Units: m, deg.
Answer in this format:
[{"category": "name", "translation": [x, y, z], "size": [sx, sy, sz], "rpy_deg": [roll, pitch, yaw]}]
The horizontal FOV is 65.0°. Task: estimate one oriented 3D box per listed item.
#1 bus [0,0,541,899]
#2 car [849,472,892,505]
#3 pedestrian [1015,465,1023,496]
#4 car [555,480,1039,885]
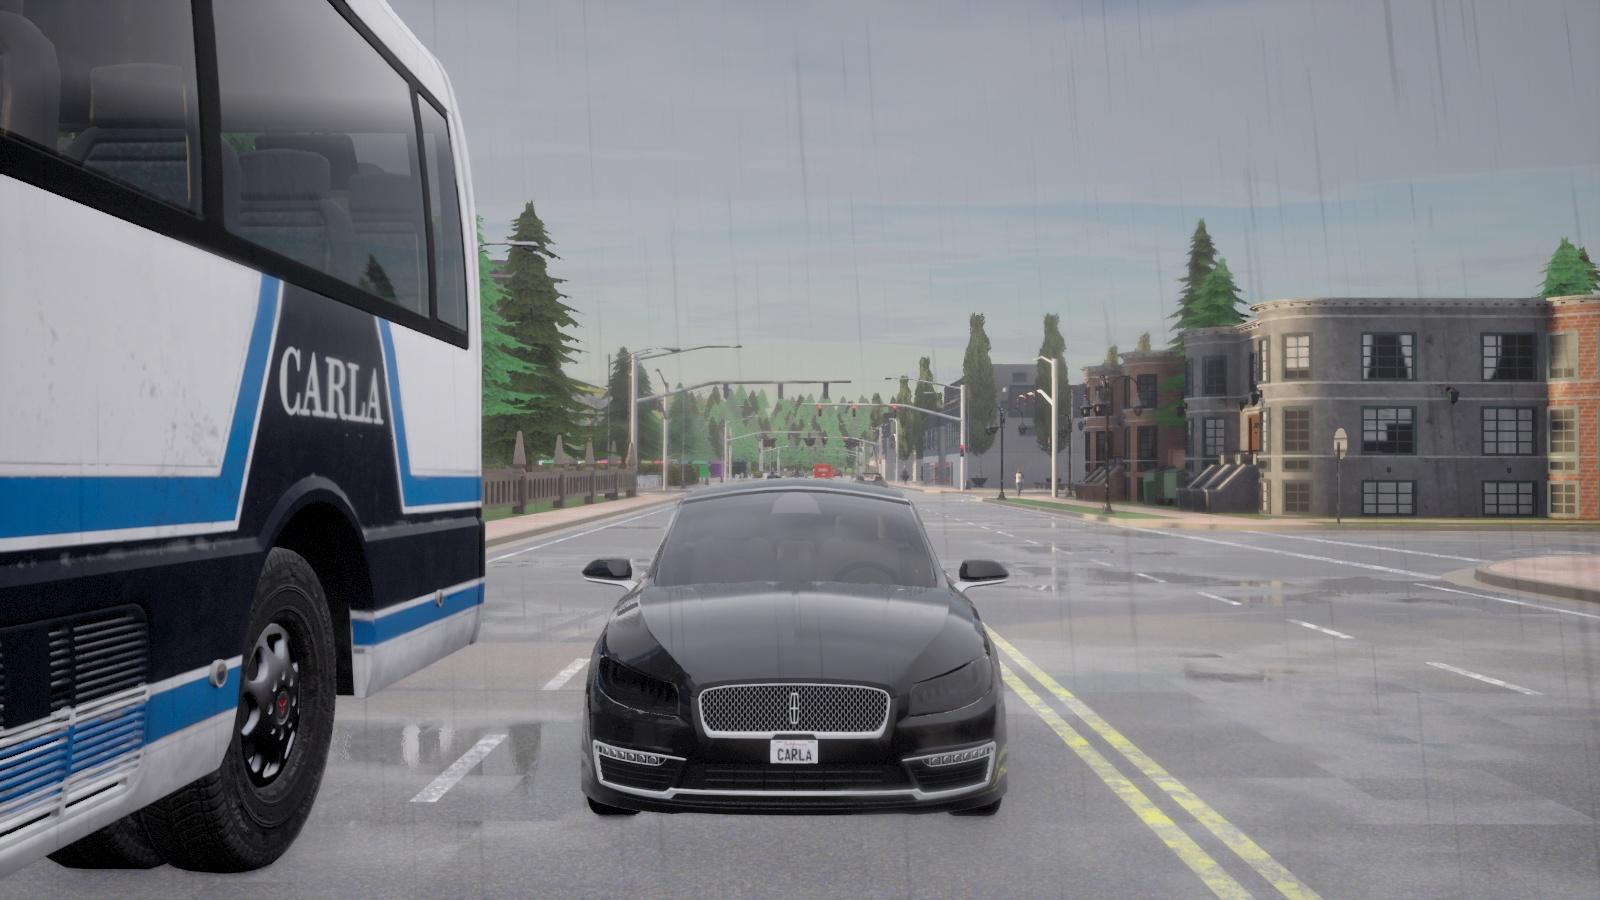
[{"category": "bus", "translation": [-3.511, -0.508, 2.362], "size": [3.944, 4.253, 10.273], "rpy_deg": [0, -1, 0]}, {"category": "car", "translation": [3.359, 1.828, 60.505], "size": [1.845, 1.501, 3.633], "rpy_deg": [0, -1, 0]}, {"category": "pedestrian", "translation": [12.866, 1.785, 73.638], "size": [0.354, 1.836, 0.706], "rpy_deg": [0, -1, 2]}, {"category": "car", "translation": [-0.017, 0.941, 7.221], "size": [1.837, 1.490, 4.892], "rpy_deg": [0, -1, 0]}]
